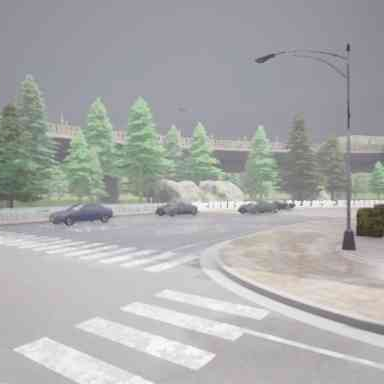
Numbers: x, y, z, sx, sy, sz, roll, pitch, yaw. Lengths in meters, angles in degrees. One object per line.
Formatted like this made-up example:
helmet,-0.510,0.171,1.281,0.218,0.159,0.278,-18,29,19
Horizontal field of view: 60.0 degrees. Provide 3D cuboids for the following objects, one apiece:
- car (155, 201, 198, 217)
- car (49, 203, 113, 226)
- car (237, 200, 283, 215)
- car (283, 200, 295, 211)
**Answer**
car,-1.400,1.590,31.431,4.181,1.385,1.994,0,0,-43
car,-7.806,1.555,23.820,1.812,1.442,4.674,0,0,38
car,6.642,1.567,33.548,4.181,1.385,1.994,0,0,-30
car,9.602,1.607,39.067,4.718,1.301,1.895,0,0,-22
